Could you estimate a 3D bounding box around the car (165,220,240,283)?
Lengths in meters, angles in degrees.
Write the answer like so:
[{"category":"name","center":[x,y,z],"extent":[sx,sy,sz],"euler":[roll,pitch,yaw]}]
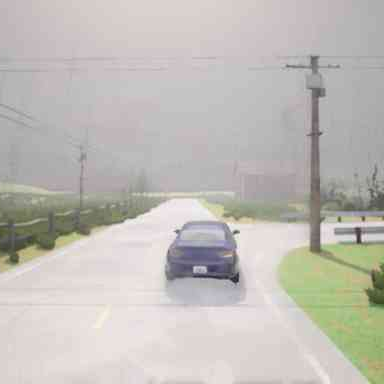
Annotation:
[{"category":"car","center":[0.407,1.536,9.608],"extent":[1.812,1.442,4.674],"euler":[0,0,6]}]
